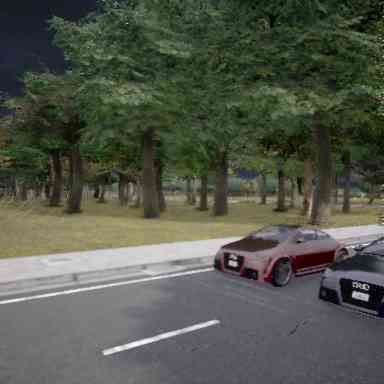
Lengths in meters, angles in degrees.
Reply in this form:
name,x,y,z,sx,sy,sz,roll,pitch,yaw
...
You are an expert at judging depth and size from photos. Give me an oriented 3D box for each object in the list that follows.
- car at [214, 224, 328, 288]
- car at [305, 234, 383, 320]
name,x,y,z,sx,sy,sz,roll,pitch,yaw
car,2.665,1.644,9.577,4.181,1.385,1.994,1,0,-35
car,4.545,1.643,6.926,4.181,1.385,1.994,1,0,-35
